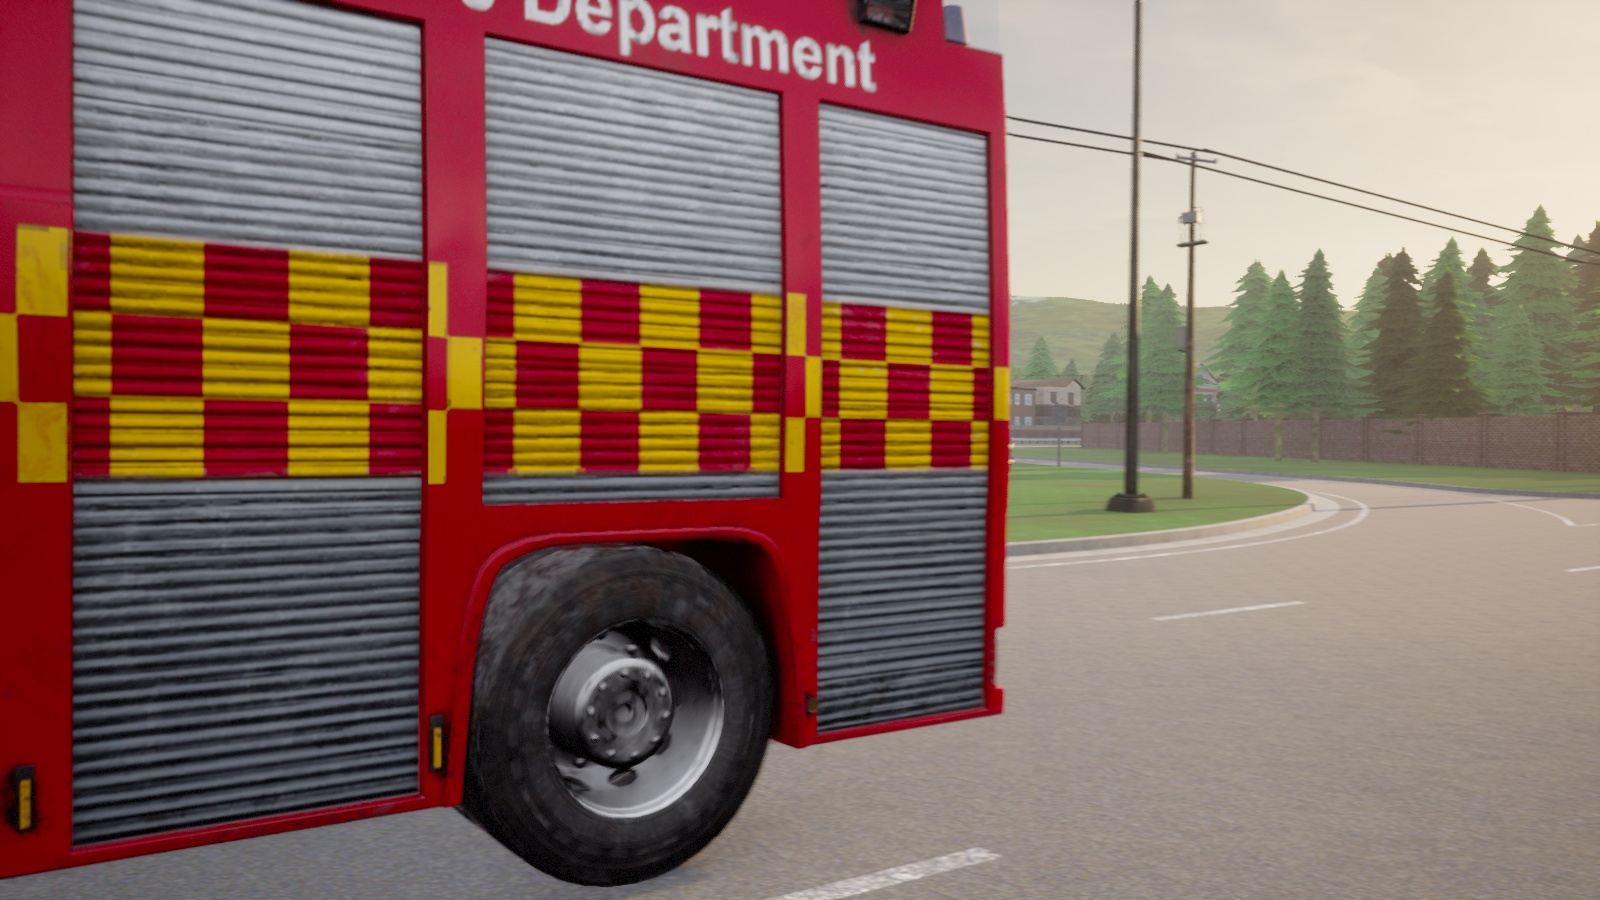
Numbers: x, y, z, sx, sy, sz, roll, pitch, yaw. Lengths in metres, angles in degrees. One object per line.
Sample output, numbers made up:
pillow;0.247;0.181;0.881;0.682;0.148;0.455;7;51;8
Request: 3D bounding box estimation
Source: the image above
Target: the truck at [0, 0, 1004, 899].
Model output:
truck;-3.499;-0.388;3.756;8.468;3.827;2.891;-1;1;-35
